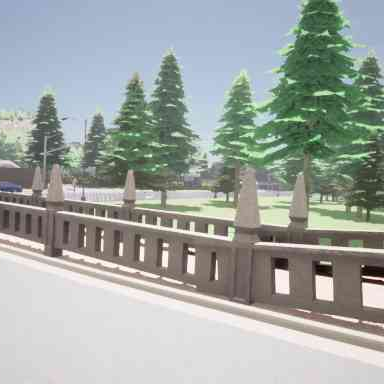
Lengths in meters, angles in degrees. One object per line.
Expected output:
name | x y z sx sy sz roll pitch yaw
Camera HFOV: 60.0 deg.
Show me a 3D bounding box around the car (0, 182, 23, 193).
car | -21.375 -0.399 36.976 1.812 1.442 4.674 4 2 37
